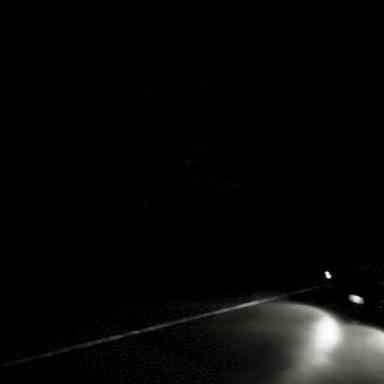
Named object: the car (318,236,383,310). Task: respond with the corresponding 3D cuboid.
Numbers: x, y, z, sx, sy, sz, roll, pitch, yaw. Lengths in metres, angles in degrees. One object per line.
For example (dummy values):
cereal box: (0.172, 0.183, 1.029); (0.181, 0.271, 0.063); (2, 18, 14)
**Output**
car: (5.271, 1.604, 7.561); (5.357, 1.411, 2.033); (0, 0, -33)
